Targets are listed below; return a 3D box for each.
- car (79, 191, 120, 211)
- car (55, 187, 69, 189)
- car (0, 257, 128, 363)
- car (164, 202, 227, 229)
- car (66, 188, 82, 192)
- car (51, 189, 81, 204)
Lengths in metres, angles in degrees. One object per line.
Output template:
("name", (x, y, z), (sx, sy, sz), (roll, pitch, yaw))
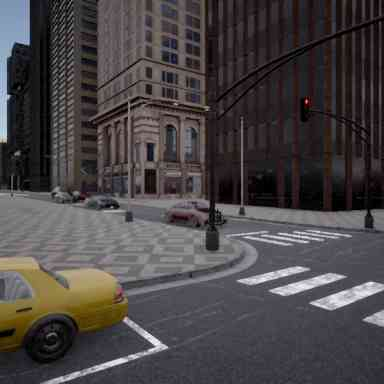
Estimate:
("car", (-8.713, 0.963, 31.928), (2.033, 1.411, 5.357), (0, 1, -36))
("car", (-21.947, 0.133, 55.746), (2.150, 2.045, 5.566), (0, 1, -36))
("car", (-3.276, 1.525, 4.312), (4.829, 1.417, 1.752), (0, 0, -35))
("car", (0.130, 1.273, 19.635), (1.994, 1.385, 4.181), (0, 1, -37))
("car", (-15.982, 0.575, 47.488), (1.882, 1.535, 5.008), (0, 1, -35))
("car", (-16.039, 0.681, 42.214), (1.837, 1.490, 4.892), (0, 2, -35))
